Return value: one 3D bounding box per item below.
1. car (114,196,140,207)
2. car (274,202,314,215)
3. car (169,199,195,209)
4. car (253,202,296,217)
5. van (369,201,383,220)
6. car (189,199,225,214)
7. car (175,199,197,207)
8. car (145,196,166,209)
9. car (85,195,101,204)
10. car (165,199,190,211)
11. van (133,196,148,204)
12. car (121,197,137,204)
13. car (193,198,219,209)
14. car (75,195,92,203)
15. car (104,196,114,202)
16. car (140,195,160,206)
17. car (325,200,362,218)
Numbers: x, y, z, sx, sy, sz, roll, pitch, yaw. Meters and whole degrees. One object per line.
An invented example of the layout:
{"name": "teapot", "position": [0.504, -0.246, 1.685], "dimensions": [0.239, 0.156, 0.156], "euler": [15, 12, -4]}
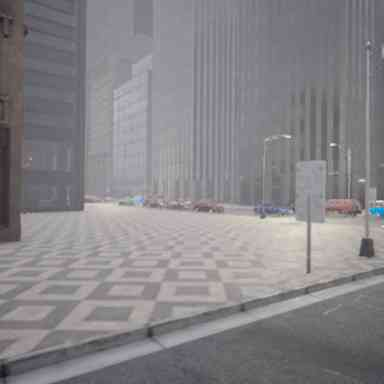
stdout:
{"name": "car", "position": [-11.364, 1.826, 57.944], "dimensions": [2.008, 1.369, 4.403], "euler": [1, 0, -36]}
{"name": "car", "position": [12.256, 1.959, 40.302], "dimensions": [1.947, 1.339, 4.313], "euler": [1, 0, -36]}
{"name": "car", "position": [-1.667, 1.874, 54.436], "dimensions": [1.812, 1.442, 4.674], "euler": [1, 0, -36]}
{"name": "car", "position": [8.585, 1.854, 35.247], "dimensions": [1.812, 1.442, 4.674], "euler": [1, 0, -36]}
{"name": "van", "position": [18.958, 1.741, 31.227], "dimensions": [1.690, 1.788, 3.998], "euler": [1, 0, -36]}
{"name": "car", "position": [2.033, 1.838, 39.796], "dimensions": [1.887, 1.381, 4.507], "euler": [1, 0, -36]}
{"name": "car", "position": [-1.143, 1.959, 58.452], "dimensions": [1.802, 1.307, 4.206], "euler": [1, 0, -36]}
{"name": "car", "position": [-4.665, 1.726, 48.871], "dimensions": [1.967, 1.590, 4.097], "euler": [1, 0, -36]}
{"name": "car", "position": [-21.409, 1.560, 71.558], "dimensions": [2.192, 1.841, 5.009], "euler": [1, 0, -36]}
{"name": "car", "position": [-1.317, 1.872, 44.333], "dimensions": [1.802, 1.307, 4.206], "euler": [1, 0, -36]}
{"name": "van", "position": [-11.188, 1.694, 72.065], "dimensions": [1.690, 1.788, 3.998], "euler": [1, 0, -36]}
{"name": "car", "position": [-14.642, 1.865, 76.741], "dimensions": [1.752, 1.417, 4.829], "euler": [1, 0, -36]}
{"name": "car", "position": [2.209, 1.822, 53.914], "dimensions": [1.967, 1.590, 4.097], "euler": [1, 0, -36]}
{"name": "car", "position": [-24.759, 1.546, 76.095], "dimensions": [2.192, 1.841, 5.009], "euler": [1, 0, -36]}
{"name": "car", "position": [-21.355, 1.834, 85.846], "dimensions": [1.752, 1.417, 4.829], "euler": [1, 0, -35]}
{"name": "car", "position": [-5.959, 1.537, 55.103], "dimensions": [2.150, 2.045, 5.566], "euler": [1, -1, -36]}
{"name": "car", "position": [15.608, 1.713, 35.765], "dimensions": [2.192, 1.841, 5.009], "euler": [1, 0, -36]}
